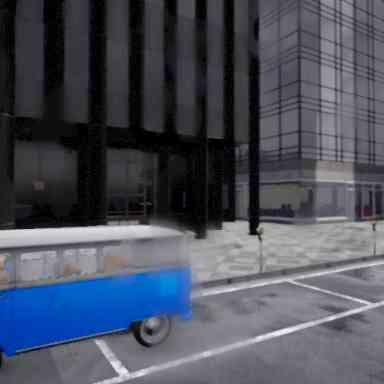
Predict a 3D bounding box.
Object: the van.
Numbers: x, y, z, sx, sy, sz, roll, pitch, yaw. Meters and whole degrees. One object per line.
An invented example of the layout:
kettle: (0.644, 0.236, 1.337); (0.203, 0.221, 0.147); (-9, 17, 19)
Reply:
van: (-1.922, 1.441, 5.016); (3.998, 1.788, 1.690); (1, -1, -31)
